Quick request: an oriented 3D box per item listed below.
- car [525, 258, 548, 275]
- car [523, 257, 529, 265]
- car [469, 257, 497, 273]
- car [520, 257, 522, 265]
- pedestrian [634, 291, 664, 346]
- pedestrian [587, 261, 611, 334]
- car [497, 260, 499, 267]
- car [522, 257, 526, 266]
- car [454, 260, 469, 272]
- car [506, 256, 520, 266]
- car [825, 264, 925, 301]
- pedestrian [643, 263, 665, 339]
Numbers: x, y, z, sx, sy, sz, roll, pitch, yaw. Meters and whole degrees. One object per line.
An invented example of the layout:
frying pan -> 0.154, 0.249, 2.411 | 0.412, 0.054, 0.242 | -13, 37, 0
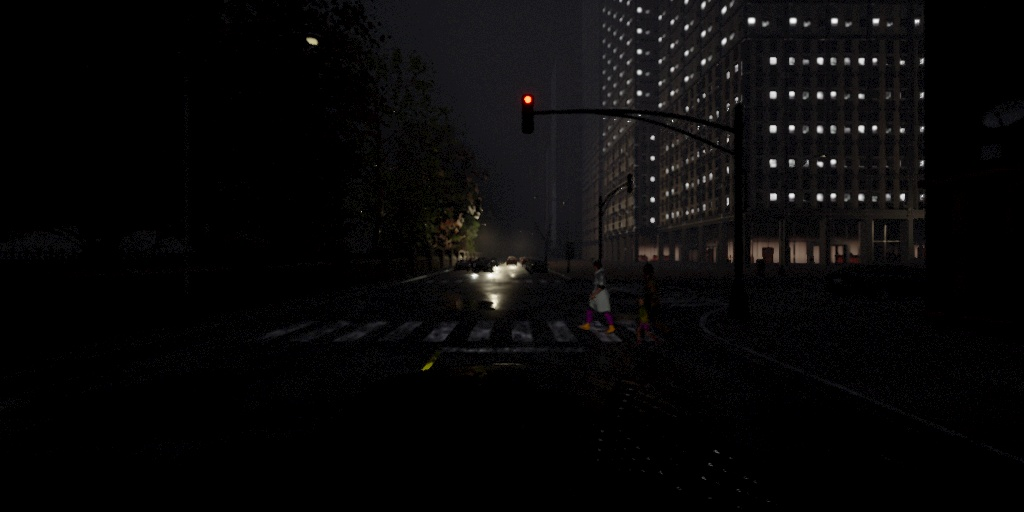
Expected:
car -> 2.669, 1.150, 36.472 | 1.948, 1.339, 4.313 | 0, 0, 0
car -> 2.666, 1.125, 42.104 | 1.948, 1.339, 4.313 | 0, 0, 0
car -> -3.110, 0.927, 38.789 | 2.097, 1.767, 4.553 | 0, 0, 0
car -> 2.653, 1.012, 64.634 | 1.888, 1.381, 4.507 | 0, 0, 0
pedestrian -> 2.894, 1.393, 7.789 | 0.500, 1.100, 0.500 | 0, 0, 0
pedestrian -> 2.191, 1.003, 9.024 | 0.375, 1.860, 0.375 | 0, 0, 0
car -> -3.084, 1.004, 56.667 | 1.837, 1.490, 4.892 | 0, 0, 0
car -> 2.663, 1.101, 47.737 | 1.948, 1.339, 4.313 | 0, 0, 0
car -> -5.715, 1.142, 42.099 | 1.802, 1.307, 4.207 | 0, 0, 0
car -> -0.036, 0.951, 62.919 | 1.882, 1.535, 5.008 | 0, 0, 0
car -> 14.678, 0.962, 13.895 | 4.313, 1.339, 1.948 | 0, 0, 0
pedestrian -> 3.261, 1.010, 8.424 | 0.375, 1.860, 0.375 | 0, 0, 0
